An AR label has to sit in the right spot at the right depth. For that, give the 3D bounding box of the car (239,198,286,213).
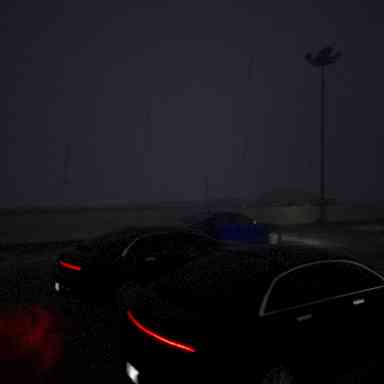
[{"bbox_3d":[7.813,1.434,36.891,4.902,1.511,2.128,0,0,-27],"label":"car"}]

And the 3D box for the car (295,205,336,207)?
[{"bbox_3d":[11.524,1.304,30.921,4.553,1.767,2.097,0,0,-26],"label":"car"}]

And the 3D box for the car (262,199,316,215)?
[{"bbox_3d":[9.957,1.495,34.052,5.357,1.411,2.033,0,0,-27],"label":"car"}]

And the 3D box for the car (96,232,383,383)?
[{"bbox_3d":[1.426,1.497,4.590,4.892,1.490,1.837,0,0,-34],"label":"car"}]

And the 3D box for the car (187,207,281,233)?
[{"bbox_3d":[1.308,1.456,12.870,5.008,1.535,1.882,0,0,-33],"label":"car"}]

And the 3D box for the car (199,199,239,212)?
[{"bbox_3d":[3.124,1.502,38.384,4.181,1.385,1.994,0,0,-28],"label":"car"}]

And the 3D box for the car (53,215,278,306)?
[{"bbox_3d":[-0.491,1.492,7.516,4.892,1.490,1.837,0,0,-34],"label":"car"}]
